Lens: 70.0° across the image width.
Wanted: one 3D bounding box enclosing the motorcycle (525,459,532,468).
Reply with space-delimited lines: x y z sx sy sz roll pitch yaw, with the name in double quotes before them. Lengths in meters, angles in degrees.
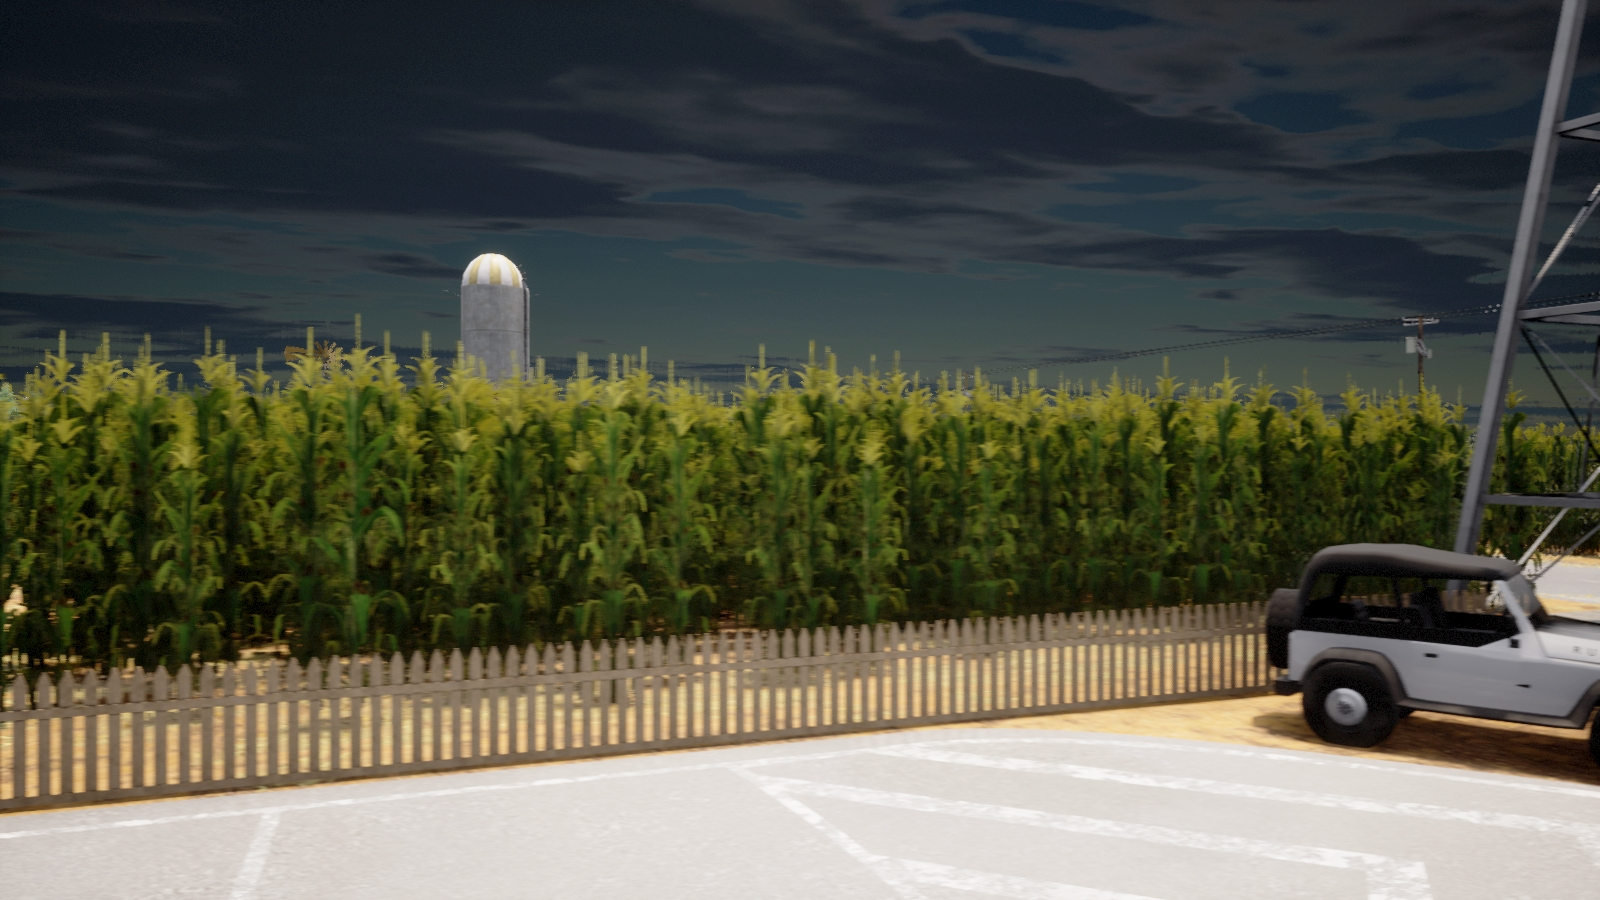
"motorcycle" -43.354 2.154 182.186 0.764 1.307 2.356 0 0 -21
